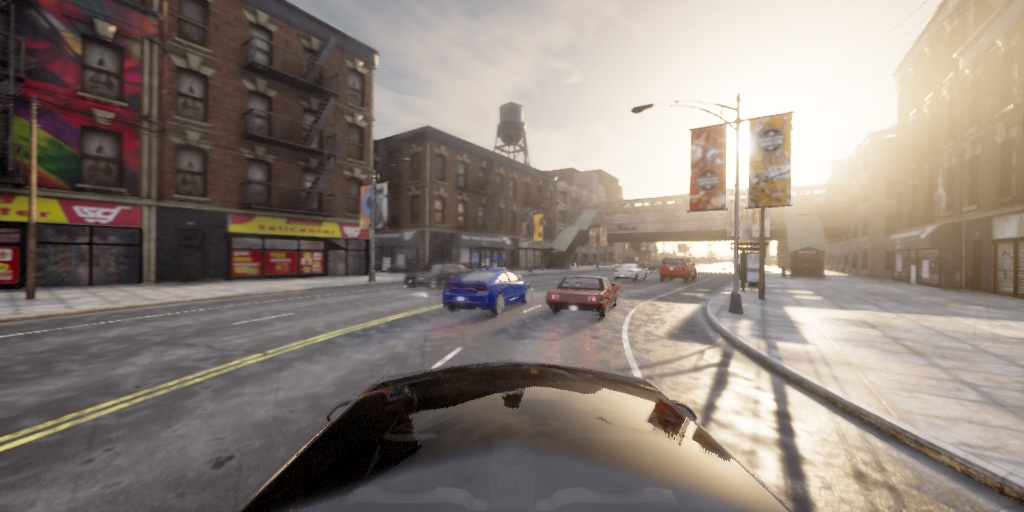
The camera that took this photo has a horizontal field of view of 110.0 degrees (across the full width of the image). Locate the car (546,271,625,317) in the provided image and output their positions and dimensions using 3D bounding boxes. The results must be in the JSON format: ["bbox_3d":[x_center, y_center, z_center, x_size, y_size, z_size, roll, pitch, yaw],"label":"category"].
[{"bbox_3d":[2.874,1.385,13.521,1.895,1.301,4.718,1,0,24],"label":"car"}]

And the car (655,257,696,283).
[{"bbox_3d":[14.317,1.145,30.875,2.150,2.045,5.566,1,0,35],"label":"car"}]

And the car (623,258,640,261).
[{"bbox_3d":[19.565,1.510,56.808,1.812,1.442,4.674,1,0,36],"label":"car"}]

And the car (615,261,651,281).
[{"bbox_3d":[10.376,1.400,31.363,1.812,1.442,4.674,1,0,35],"label":"car"}]

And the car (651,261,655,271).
[{"bbox_3d":[21.751,1.517,53.865,1.837,1.490,4.892,1,0,36],"label":"car"}]

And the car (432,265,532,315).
[{"bbox_3d":[-0.738,1.217,13.656,1.882,1.535,5.008,0,0,21],"label":"car"}]

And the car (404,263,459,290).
[{"bbox_3d":[-4.474,1.197,22.216,1.837,1.490,4.892,0,0,31],"label":"car"}]

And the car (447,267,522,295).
[{"bbox_3d":[-1.418,1.331,20.594,1.895,1.301,4.718,1,0,31],"label":"car"}]
